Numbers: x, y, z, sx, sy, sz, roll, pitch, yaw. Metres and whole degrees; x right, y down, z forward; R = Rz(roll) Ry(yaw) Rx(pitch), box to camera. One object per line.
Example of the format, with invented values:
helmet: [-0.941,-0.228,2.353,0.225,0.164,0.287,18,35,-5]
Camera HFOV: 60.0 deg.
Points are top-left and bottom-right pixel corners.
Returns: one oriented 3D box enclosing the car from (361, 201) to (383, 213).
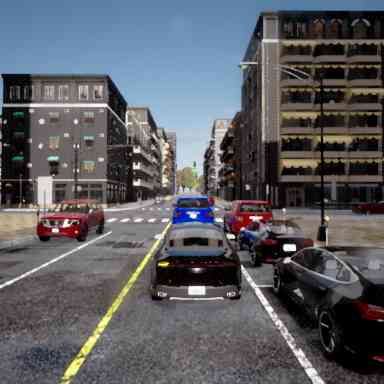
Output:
car: [22.693,1.735,39.436,4.313,1.339,1.947,0,-1,0]

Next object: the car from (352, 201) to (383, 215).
car: [17.201,1.575,31.030,4.206,1.307,1.802,0,-1,0]

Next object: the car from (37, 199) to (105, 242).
car: [-5.788,1.319,16.600,2.192,1.841,5.009,1,0,0]

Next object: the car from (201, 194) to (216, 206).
car: [2.692,1.329,54.704,2.192,1.841,5.009,1,0,0]

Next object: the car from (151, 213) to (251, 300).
car: [0.081,1.507,8.350,1.837,1.490,4.892,0,0,0]

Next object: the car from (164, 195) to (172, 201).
car: [-5.899,1.548,82.930,1.752,1.417,4.829,1,0,0]

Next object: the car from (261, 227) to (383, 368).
car: [2.690,1.567,5.754,1.947,1.339,4.313,1,0,0]

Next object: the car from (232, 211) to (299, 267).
car: [2.676,1.568,11.193,1.947,1.339,4.313,1,0,0]

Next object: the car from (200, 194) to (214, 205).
car: [2.668,1.331,60.404,2.192,1.841,5.009,1,0,0]

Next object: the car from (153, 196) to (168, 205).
car: [-5.960,1.566,60.316,2.008,1.369,4.403,1,0,0]

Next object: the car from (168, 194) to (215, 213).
car: [0.053,1.227,18.439,2.150,2.045,5.566,0,0,0]

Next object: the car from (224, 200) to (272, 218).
car: [2.739,1.319,16.629,2.192,1.841,5.009,1,0,0]

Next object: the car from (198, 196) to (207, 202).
car: [2.496,1.587,77.488,1.947,1.339,4.313,1,0,0]
